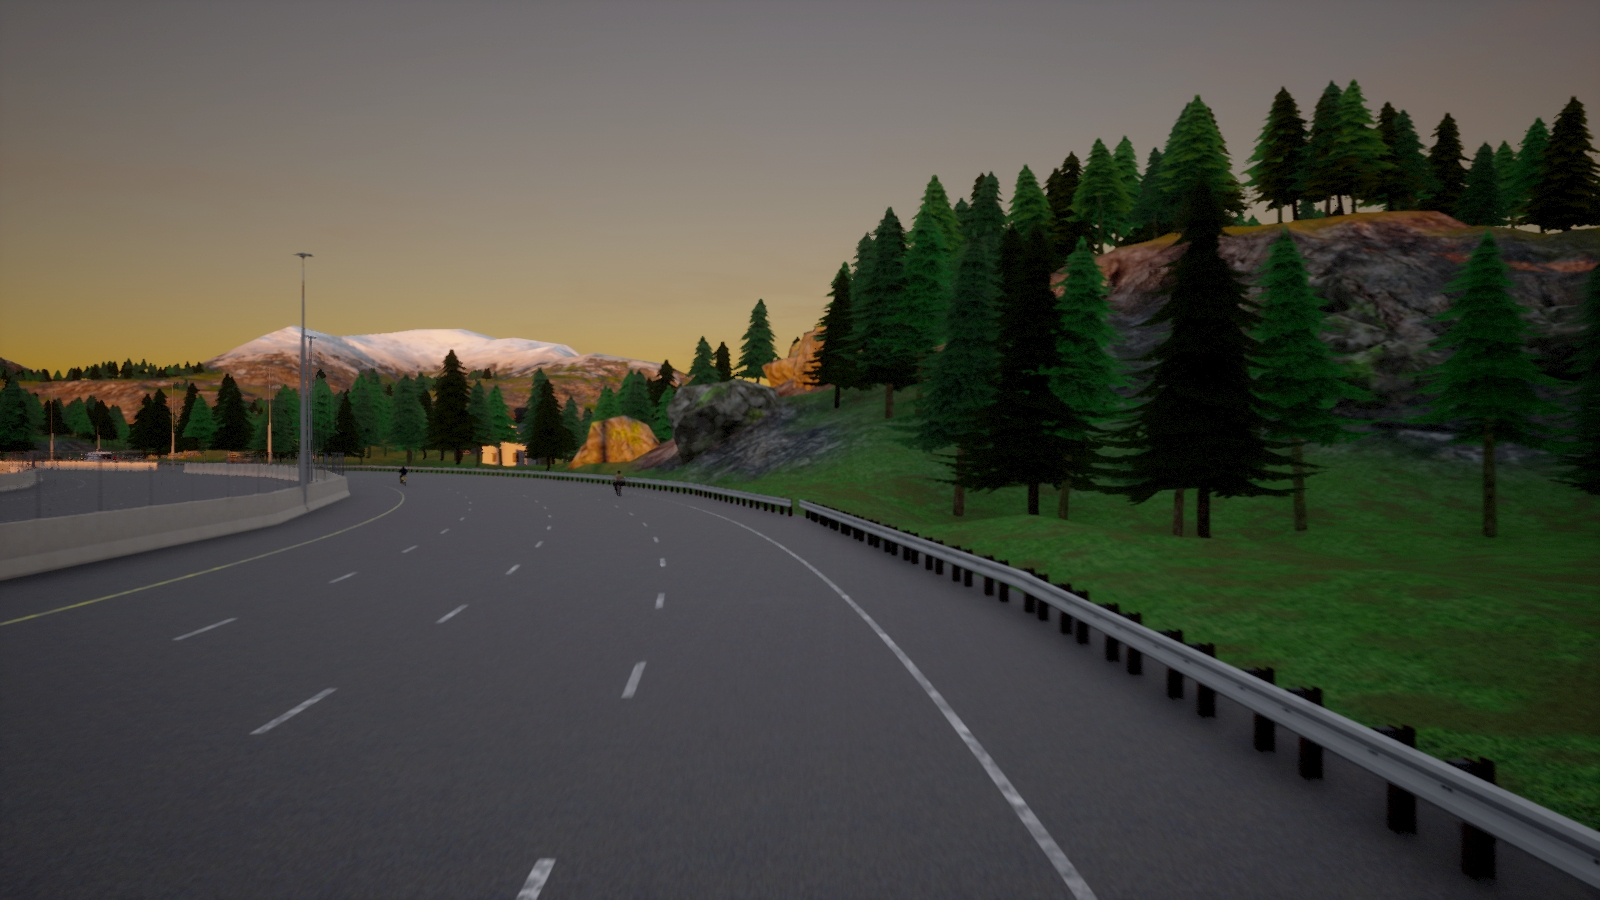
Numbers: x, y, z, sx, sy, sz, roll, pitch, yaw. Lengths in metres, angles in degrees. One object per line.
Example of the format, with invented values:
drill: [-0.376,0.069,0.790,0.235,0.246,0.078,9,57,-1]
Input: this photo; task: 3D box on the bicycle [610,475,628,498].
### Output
bicycle: [-10.797,2.157,68.066,0.859,1.295,1.487,0,0,-18]
